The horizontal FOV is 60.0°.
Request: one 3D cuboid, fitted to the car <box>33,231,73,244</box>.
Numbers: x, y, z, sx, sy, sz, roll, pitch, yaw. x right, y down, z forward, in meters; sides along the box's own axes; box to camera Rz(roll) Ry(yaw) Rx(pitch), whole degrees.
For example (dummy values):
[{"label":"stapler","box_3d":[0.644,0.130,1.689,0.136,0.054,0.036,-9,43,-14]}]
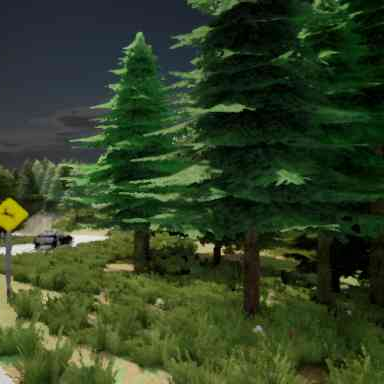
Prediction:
[{"label":"car","box_3d":[-11.977,4.129,29.111,2.128,1.511,4.902,1,-6,1]}]
